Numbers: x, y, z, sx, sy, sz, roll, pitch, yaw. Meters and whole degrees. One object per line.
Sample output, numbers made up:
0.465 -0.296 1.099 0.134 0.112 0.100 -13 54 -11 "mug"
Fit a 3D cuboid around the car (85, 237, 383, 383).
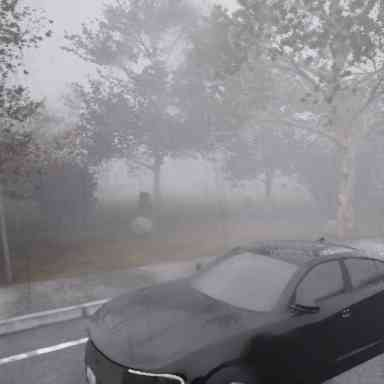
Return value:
1.186 1.429 4.406 5.008 1.535 1.882 0 1 -32 "car"
